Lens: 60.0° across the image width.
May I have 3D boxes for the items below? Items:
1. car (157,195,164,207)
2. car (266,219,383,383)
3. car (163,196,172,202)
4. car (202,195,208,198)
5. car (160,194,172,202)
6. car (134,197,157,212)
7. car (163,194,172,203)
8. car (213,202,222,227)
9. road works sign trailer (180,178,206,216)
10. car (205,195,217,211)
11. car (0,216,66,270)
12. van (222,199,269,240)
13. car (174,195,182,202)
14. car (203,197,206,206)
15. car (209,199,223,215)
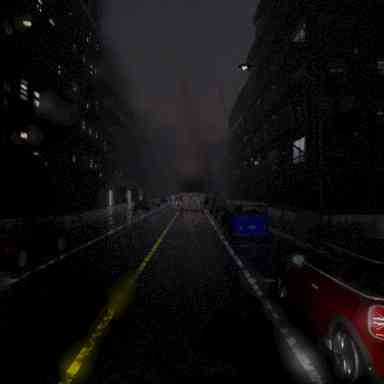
[{"bbox_3d":[-5.689,1.505,50.295,1.752,1.417,4.829,0,0,0],"label":"car"},{"bbox_3d":[2.692,1.439,5.370,1.967,1.590,4.097,0,0,0],"label":"car"},{"bbox_3d":[-5.690,1.541,78.648,1.802,1.307,4.206,0,0,0],"label":"car"},{"bbox_3d":[2.693,1.295,50.461,2.192,1.841,5.009,0,0,0],"label":"car"},{"bbox_3d":[-5.688,1.278,73.011,2.192,1.841,5.009,0,0,0],"label":"car"},{"bbox_3d":[-5.689,1.552,39.191,1.947,1.339,4.313,0,0,0],"label":"car"},{"bbox_3d":[-5.689,1.408,67.375,1.967,1.590,4.097,0,0,0],"label":"car"},{"bbox_3d":[2.691,1.560,22.280,1.947,1.339,4.313,0,0,0],"label":"car"},{"bbox_3d":[0.016,0.453,32.704,2.380,3.560,2.880,0,0,0],"label":"road works sign trailer"},{"bbox_3d":[2.692,1.429,33.553,1.967,1.590,4.097,0,0,0],"label":"car"},{"bbox_3d":[-5.689,1.542,11.010,1.887,1.381,4.507,0,0,0],"label":"car"},{"bbox_3d":[2.692,1.337,16.643,1.690,1.788,3.998,0,0,0],"label":"van"},{"bbox_3d":[-3.001,1.445,75.959,2.128,1.511,4.902,0,0,0],"label":"car"},{"bbox_3d":[2.692,1.537,39.188,2.008,1.369,4.403,0,0,0],"label":"car"},{"bbox_3d":[2.692,1.536,27.916,1.887,1.381,4.507,0,0,0],"label":"car"}]
